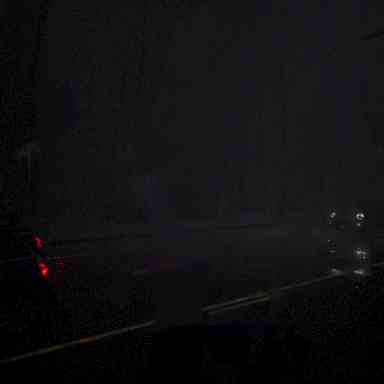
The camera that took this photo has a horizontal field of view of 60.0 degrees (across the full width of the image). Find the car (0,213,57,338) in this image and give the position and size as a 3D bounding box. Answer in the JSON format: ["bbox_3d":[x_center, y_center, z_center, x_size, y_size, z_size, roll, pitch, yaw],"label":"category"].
[{"bbox_3d":[-4.587,1.353,4.993,4.553,1.767,2.097,0,0,-35],"label":"car"}]

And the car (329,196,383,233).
[{"bbox_3d":[10.229,1.345,19.868,4.553,1.767,2.097,0,0,-35],"label":"car"}]

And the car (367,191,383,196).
[{"bbox_3d":[28.763,0.550,51.997,3.806,1.475,1.970,-3,2,-35],"label":"car"}]
